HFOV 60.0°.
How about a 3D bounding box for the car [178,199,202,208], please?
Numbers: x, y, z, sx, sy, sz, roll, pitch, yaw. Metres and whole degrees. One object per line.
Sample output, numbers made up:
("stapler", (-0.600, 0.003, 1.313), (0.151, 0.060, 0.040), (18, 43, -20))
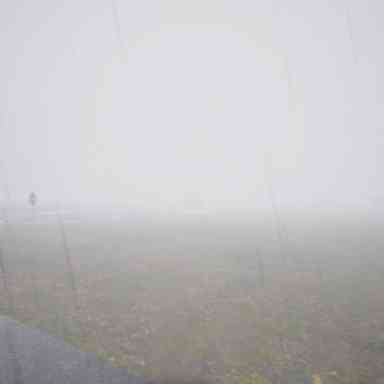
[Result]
("car", (-0.324, 1.826, 54.756), (1.882, 1.535, 5.008), (1, 1, 36))

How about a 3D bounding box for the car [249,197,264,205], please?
("car", (14.614, 1.953, 75.395), (2.097, 1.767, 4.553), (1, 0, 36))
